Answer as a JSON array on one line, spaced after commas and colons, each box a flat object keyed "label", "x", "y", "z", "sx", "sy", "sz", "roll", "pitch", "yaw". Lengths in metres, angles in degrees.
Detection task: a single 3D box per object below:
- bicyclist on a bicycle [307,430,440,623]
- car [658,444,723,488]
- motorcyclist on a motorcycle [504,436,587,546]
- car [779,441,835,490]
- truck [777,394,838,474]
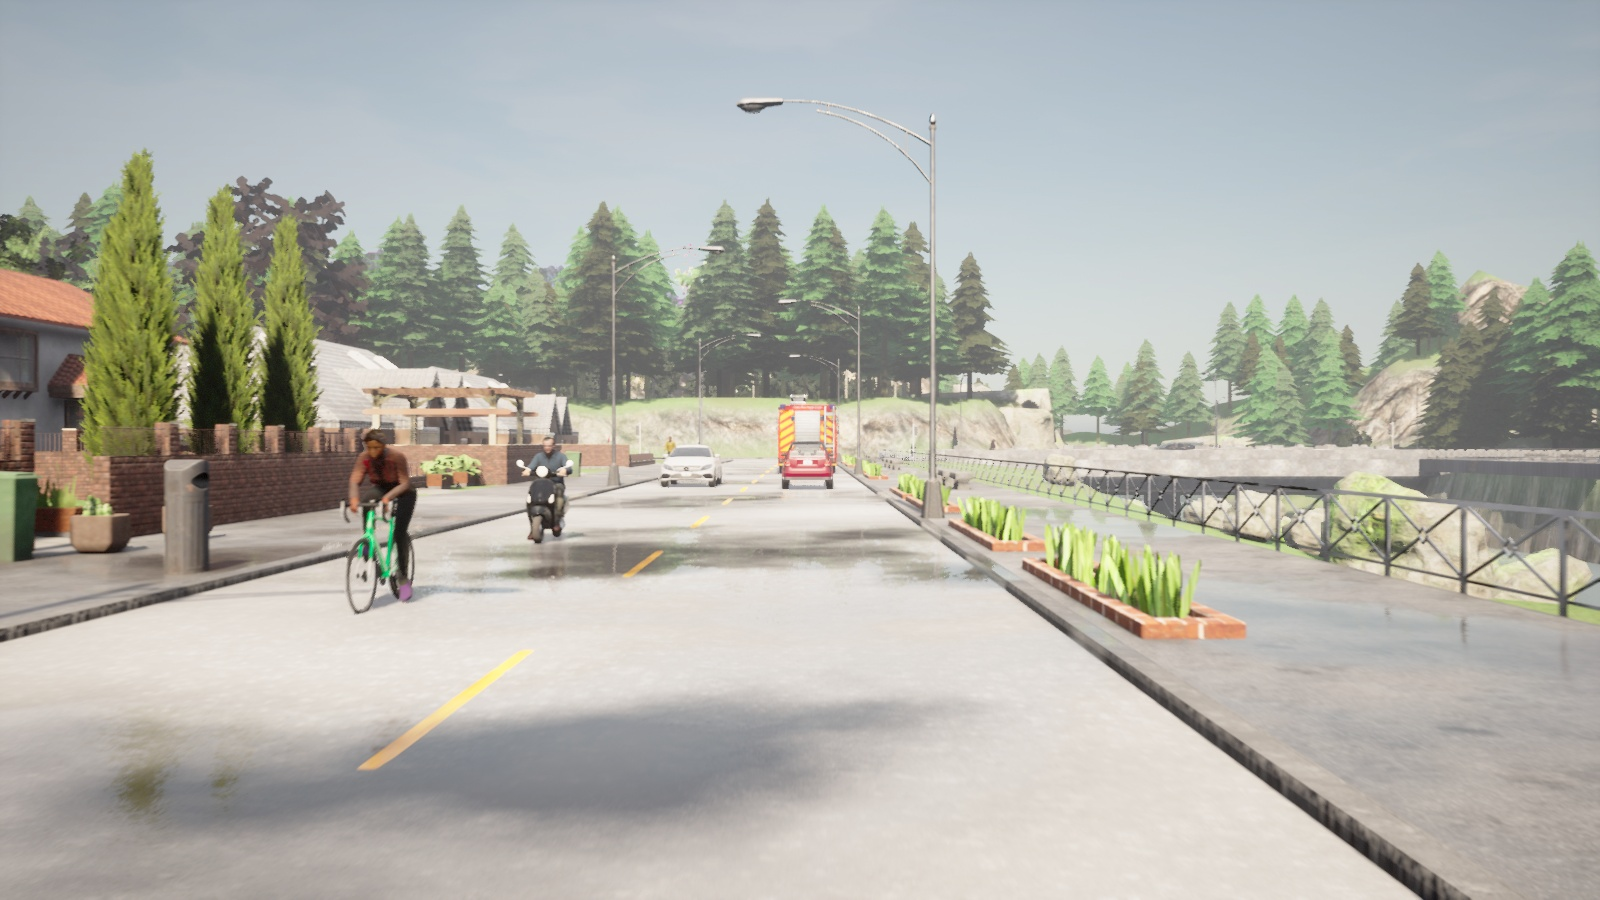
[{"label": "bicyclist on a bicycle", "x": -3.826, "y": 0.632, "z": 11.394, "sx": 0.582, "sy": 1.620, "sz": 1.656, "roll": 0, "pitch": 1, "yaw": 2}, {"label": "car", "x": -3.742, "y": 0.524, "z": 43.598, "sx": 1.812, "sy": 1.442, "sz": 4.674, "roll": 0, "pitch": 0, "yaw": 0}, {"label": "motorcyclist on a motorcycle", "x": -3.851, "y": 0.589, "z": 19.154, "sx": 0.866, "sy": 1.590, "sz": 1.817, "roll": 0, "pitch": 0, "yaw": 1}, {"label": "car", "x": 0.249, "y": 0.489, "z": 42.010, "sx": 1.789, "sy": 1.549, "sz": 3.705, "roll": 0, "pitch": 0, "yaw": 0}, {"label": "truck", "x": 0.376, "y": -0.781, "z": 64.455, "sx": 2.891, "sy": 3.827, "sz": 8.468, "roll": 0, "pitch": 0, "yaw": 0}]
